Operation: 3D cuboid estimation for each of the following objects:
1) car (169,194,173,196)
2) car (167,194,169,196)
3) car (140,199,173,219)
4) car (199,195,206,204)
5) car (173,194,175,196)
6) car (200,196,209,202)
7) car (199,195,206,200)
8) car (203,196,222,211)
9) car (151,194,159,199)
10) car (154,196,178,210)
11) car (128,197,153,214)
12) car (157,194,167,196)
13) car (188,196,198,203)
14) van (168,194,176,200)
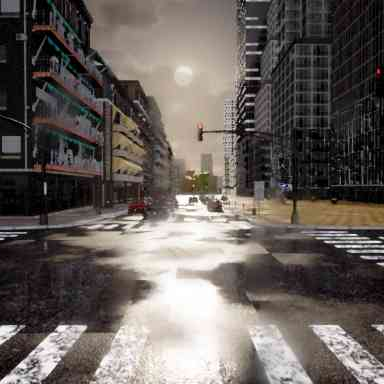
[{"bbox_3d":[-5.546,1.584,69.194,1.802,1.307,4.206,-1,0,0],"label":"car"},{"bbox_3d":[-5.573,1.439,57.896,1.967,1.590,4.097,-1,0,0],"label":"car"},{"bbox_3d":[-3.035,1.560,29.073,1.994,1.385,4.181,0,0,0],"label":"car"},{"bbox_3d":[2.788,1.551,63.584,2.008,1.369,4.403,-1,0,0],"label":"car"},{"bbox_3d":[-5.512,1.322,86.141,2.192,1.841,5.009,-1,0,0],"label":"car"},{"bbox_3d":[2.814,1.548,74.882,1.887,1.381,4.507,-1,0,0],"label":"car"},{"bbox_3d":[2.852,1.535,91.999,1.752,1.417,4.829,-1,0,0],"label":"car"},{"bbox_3d":[2.737,1.540,40.988,1.887,1.381,4.507,-1,0,0],"label":"car"},{"bbox_3d":[-5.611,1.436,40.949,1.967,1.590,4.097,-1,0,0],"label":"car"},{"bbox_3d":[-3.008,1.501,38.983,1.837,1.490,4.892,0,0,0],"label":"car"},{"bbox_3d":[-5.622,1.540,35.301,1.887,1.381,4.507,-1,0,0],"label":"car"},{"bbox_3d":[-5.588,1.312,52.248,2.192,1.841,5.009,-1,0,0],"label":"car"},{"bbox_3d":[0.257,1.566,69.770,1.994,1.385,4.181,0,0,0],"label":"car"},{"bbox_3d":[-5.498,1.350,91.789,1.690,1.788,3.998,-1,0,0],"label":"van"}]
